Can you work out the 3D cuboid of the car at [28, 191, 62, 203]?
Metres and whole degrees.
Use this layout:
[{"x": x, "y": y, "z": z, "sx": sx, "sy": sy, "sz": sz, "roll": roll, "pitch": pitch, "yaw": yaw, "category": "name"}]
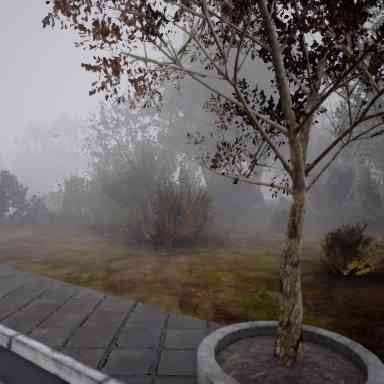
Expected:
[{"x": -18.325, "y": 0.943, "z": 41.817, "sx": 2.150, "sy": 2.045, "sz": 5.566, "roll": 1, "pitch": 0, "yaw": 32, "category": "car"}]
